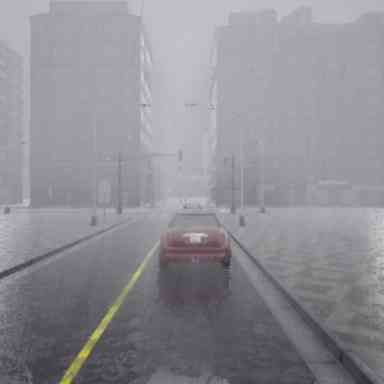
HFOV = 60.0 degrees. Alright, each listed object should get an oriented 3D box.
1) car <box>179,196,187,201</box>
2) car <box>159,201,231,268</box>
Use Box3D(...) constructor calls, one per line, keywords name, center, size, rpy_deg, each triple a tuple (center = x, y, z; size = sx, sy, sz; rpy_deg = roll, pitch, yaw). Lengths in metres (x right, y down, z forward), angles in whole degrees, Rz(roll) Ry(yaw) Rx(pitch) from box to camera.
Box3D(name="car", center=(-2.218, 1.735, 82.567), size=(2.128, 1.511, 4.902), rpy_deg=(0, 0, 0))
Box3D(name="car", center=(0.098, 1.364, 11.487), size=(2.097, 1.767, 4.553), rpy_deg=(0, 0, 0))
